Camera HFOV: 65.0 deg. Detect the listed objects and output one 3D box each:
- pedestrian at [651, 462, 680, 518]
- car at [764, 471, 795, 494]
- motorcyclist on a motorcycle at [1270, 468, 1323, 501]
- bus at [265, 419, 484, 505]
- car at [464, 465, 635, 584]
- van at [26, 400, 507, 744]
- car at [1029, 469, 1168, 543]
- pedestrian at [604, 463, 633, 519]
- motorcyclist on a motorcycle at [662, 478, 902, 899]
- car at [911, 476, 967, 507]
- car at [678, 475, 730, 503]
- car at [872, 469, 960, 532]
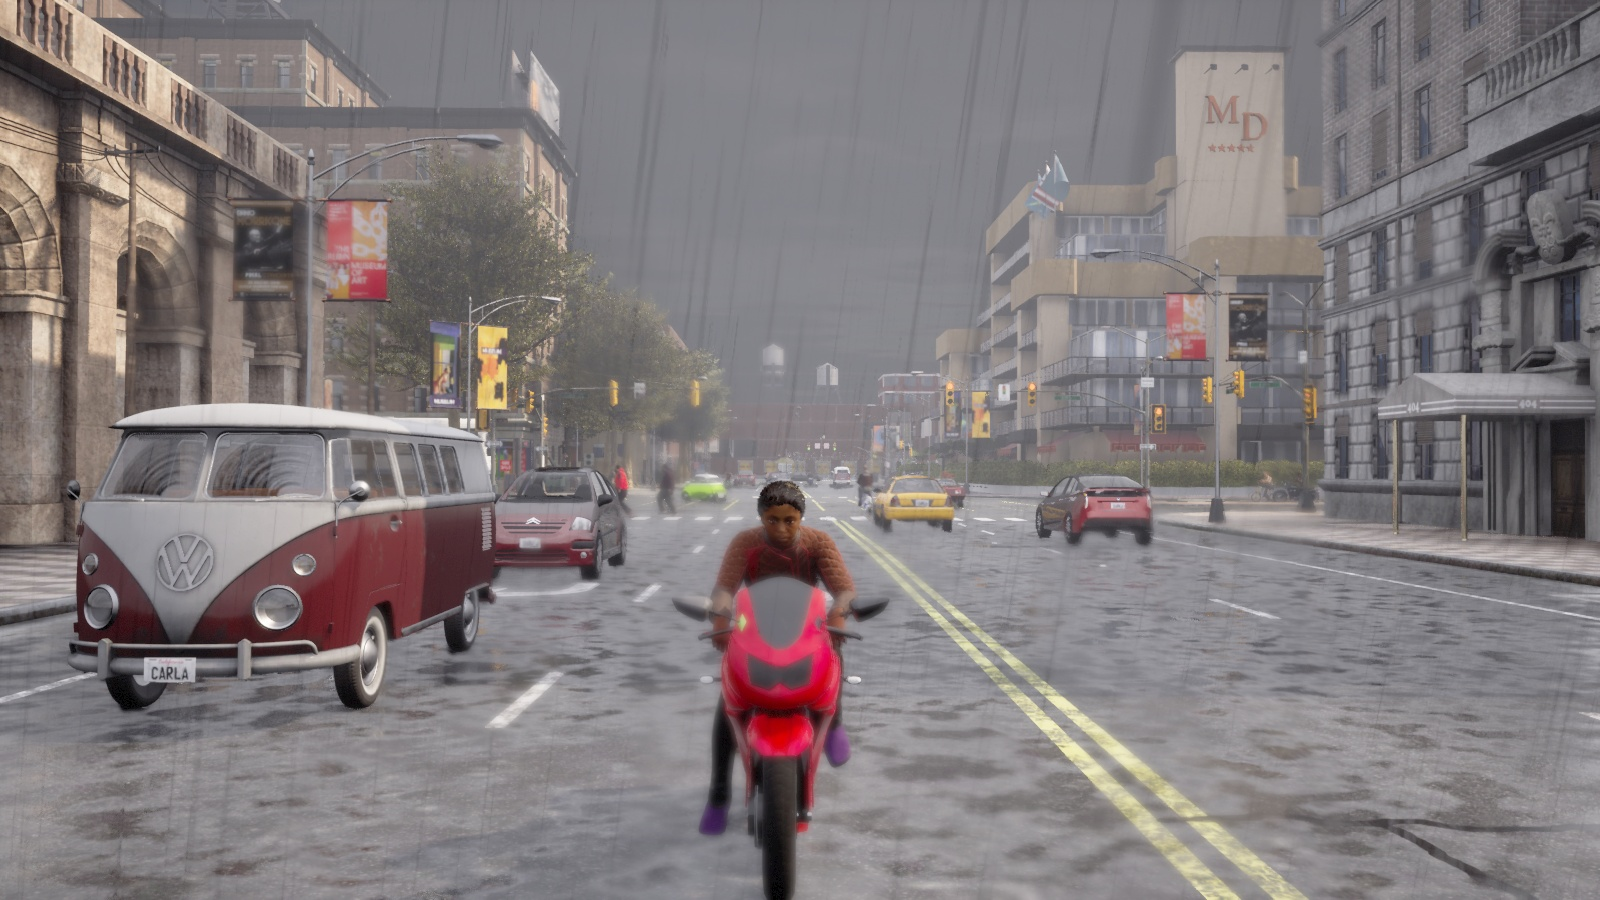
[{"bbox_3d":[-4.491,1.337,41.970,0.899,1.844,0.634,0,-1,-3],"label":"pedestrian"},{"bbox_3d":[-1.442,2.245,87.811,2.128,1.511,4.902,0,-1,-1],"label":"car"},{"bbox_3d":[24.891,1.719,62.998,2.350,1.649,0.766,0,-1,-1],"label":"motorcyclist on a motorcycle"},{"bbox_3d":[-21.877,0.617,65.273,10.273,4.253,3.944,0,-1,-10],"label":"bus"},{"bbox_3d":[-3.690,1.048,19.163,1.851,1.617,3.988,0,-1,-1],"label":"car"},{"bbox_3d":[-3.607,0.741,9.502,1.775,1.987,4.442,0,-1,-1],"label":"van"},{"bbox_3d":[6.674,1.213,28.579,2.007,1.525,4.514,0,-1,-1],"label":"car"},{"bbox_3d":[-6.018,1.342,41.747,0.899,1.844,0.634,0,-1,-3],"label":"pedestrian"},{"bbox_3d":[-0.070,0.884,5.211,0.797,1.523,2.044,0,-1,0],"label":"motorcyclist on a motorcycle"},{"bbox_3d":[6.153,1.830,56.190,1.895,1.301,4.718,0,-1,-1],"label":"car"},{"bbox_3d":[-4.818,1.941,62.956,2.207,1.376,1.481,-1,-1,39],"label":"car"},{"bbox_3d":[3.064,1.314,34.293,1.801,1.575,5.366,0,-1,-1],"label":"car"}]
